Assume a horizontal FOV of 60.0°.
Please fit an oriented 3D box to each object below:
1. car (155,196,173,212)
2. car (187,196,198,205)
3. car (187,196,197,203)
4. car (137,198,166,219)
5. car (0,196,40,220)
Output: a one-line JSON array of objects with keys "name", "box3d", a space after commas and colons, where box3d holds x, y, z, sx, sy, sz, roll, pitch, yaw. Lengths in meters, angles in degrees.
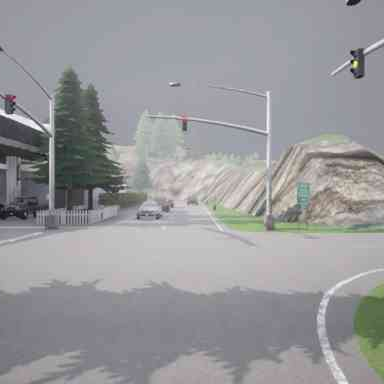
[{"name": "car", "box3d": [-3.608, 1.352, 37.890, 2.097, 1.767, 4.553, 0, 0, 0]}, {"name": "car", "box3d": [0.077, 1.548, 58.863, 2.033, 1.411, 5.357, 0, 0, 0]}, {"name": "car", "box3d": [-0.042, 1.526, 69.533, 1.812, 1.442, 4.674, 0, 0, -2]}, {"name": "car", "box3d": [-3.608, 1.526, 28.933, 1.812, 1.442, 4.674, 0, 0, 0]}, {"name": "car", "box3d": [-14.540, 1.313, 28.453, 1.905, 1.878, 3.866, 0, 0, -1]}]
